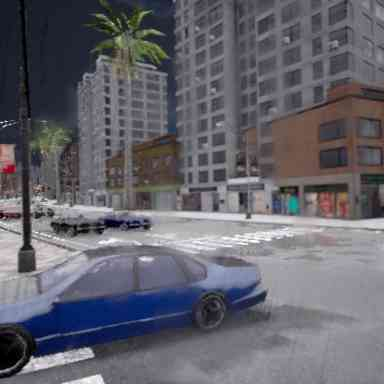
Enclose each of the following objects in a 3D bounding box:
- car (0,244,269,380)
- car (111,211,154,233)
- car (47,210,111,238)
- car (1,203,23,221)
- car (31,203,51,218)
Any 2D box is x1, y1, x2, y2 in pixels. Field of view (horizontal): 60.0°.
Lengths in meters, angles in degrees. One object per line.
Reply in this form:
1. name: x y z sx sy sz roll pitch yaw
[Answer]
1. car: -1.273 1.669 5.696 5.357 1.411 2.033 -1 -1 -25
2. car: -4.585 1.966 22.802 1.895 1.301 4.718 -1 -1 -40
3. car: -7.196 2.001 20.857 1.895 1.301 4.718 -1 -1 -40
4. car: -19.895 2.279 36.862 1.882 1.535 5.008 -1 -1 -37
5. car: -17.861 2.348 39.575 1.994 1.385 4.181 -1 -1 -37
